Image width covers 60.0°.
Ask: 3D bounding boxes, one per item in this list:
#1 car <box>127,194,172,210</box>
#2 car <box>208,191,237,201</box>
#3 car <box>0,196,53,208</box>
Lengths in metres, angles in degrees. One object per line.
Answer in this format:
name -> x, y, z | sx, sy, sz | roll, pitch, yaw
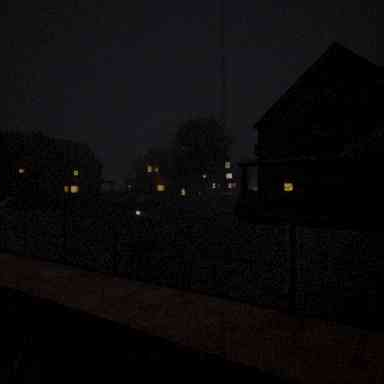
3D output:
car -> -4.096, 0.935, 32.610 | 2.033, 1.411, 5.357 | 1, 2, 35
car -> 4.094, 0.604, 44.140 | 2.033, 1.411, 5.357 | 1, 2, 36
car -> -11.588, 1.045, 22.007 | 2.097, 1.767, 4.553 | 1, 2, 35
